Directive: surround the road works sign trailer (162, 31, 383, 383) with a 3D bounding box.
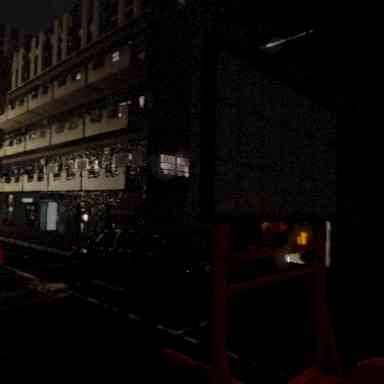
[{"bbox_3d":[0.723,0.674,3.234,2.880,3.560,2.380,-1,-4,44],"label":"road works sign trailer"}]

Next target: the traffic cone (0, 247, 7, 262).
[{"bbox_3d":[-7.621,2.490,13.279,0.340,0.580,0.340,-1,-4,43],"label":"traffic cone"}]

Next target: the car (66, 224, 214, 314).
[{"bbox_3d":[-1.383,1.771,8.794,5.009,1.841,2.192,-1,-3,43],"label":"car"}]
